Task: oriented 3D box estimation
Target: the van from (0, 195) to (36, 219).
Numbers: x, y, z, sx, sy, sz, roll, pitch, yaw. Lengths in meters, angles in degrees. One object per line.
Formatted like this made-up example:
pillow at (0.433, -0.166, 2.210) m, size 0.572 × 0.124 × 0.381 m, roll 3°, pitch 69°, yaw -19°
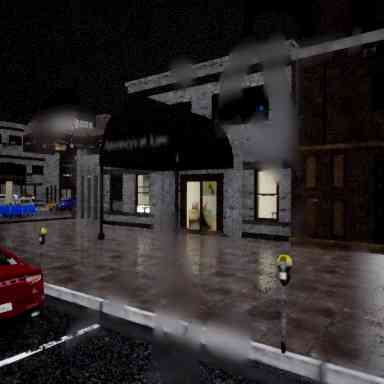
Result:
van at (-15.623, 1.413, 28.713) m, size 1.690 × 1.788 × 3.998 m, roll 0°, pitch 0°, yaw 35°

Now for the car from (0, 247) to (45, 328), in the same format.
car at (-4.531, 1.544, 6.099) m, size 4.507 × 1.381 × 1.887 m, roll 0°, pitch 0°, yaw 35°

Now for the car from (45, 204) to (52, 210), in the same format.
car at (-16.227, 1.569, 42.442) m, size 1.752 × 1.417 × 4.829 m, roll 0°, pitch 0°, yaw 35°

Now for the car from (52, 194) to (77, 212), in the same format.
car at (-13.906, 1.284, 41.228) m, size 2.150 × 2.045 × 5.566 m, roll 0°, pitch 0°, yaw 36°
